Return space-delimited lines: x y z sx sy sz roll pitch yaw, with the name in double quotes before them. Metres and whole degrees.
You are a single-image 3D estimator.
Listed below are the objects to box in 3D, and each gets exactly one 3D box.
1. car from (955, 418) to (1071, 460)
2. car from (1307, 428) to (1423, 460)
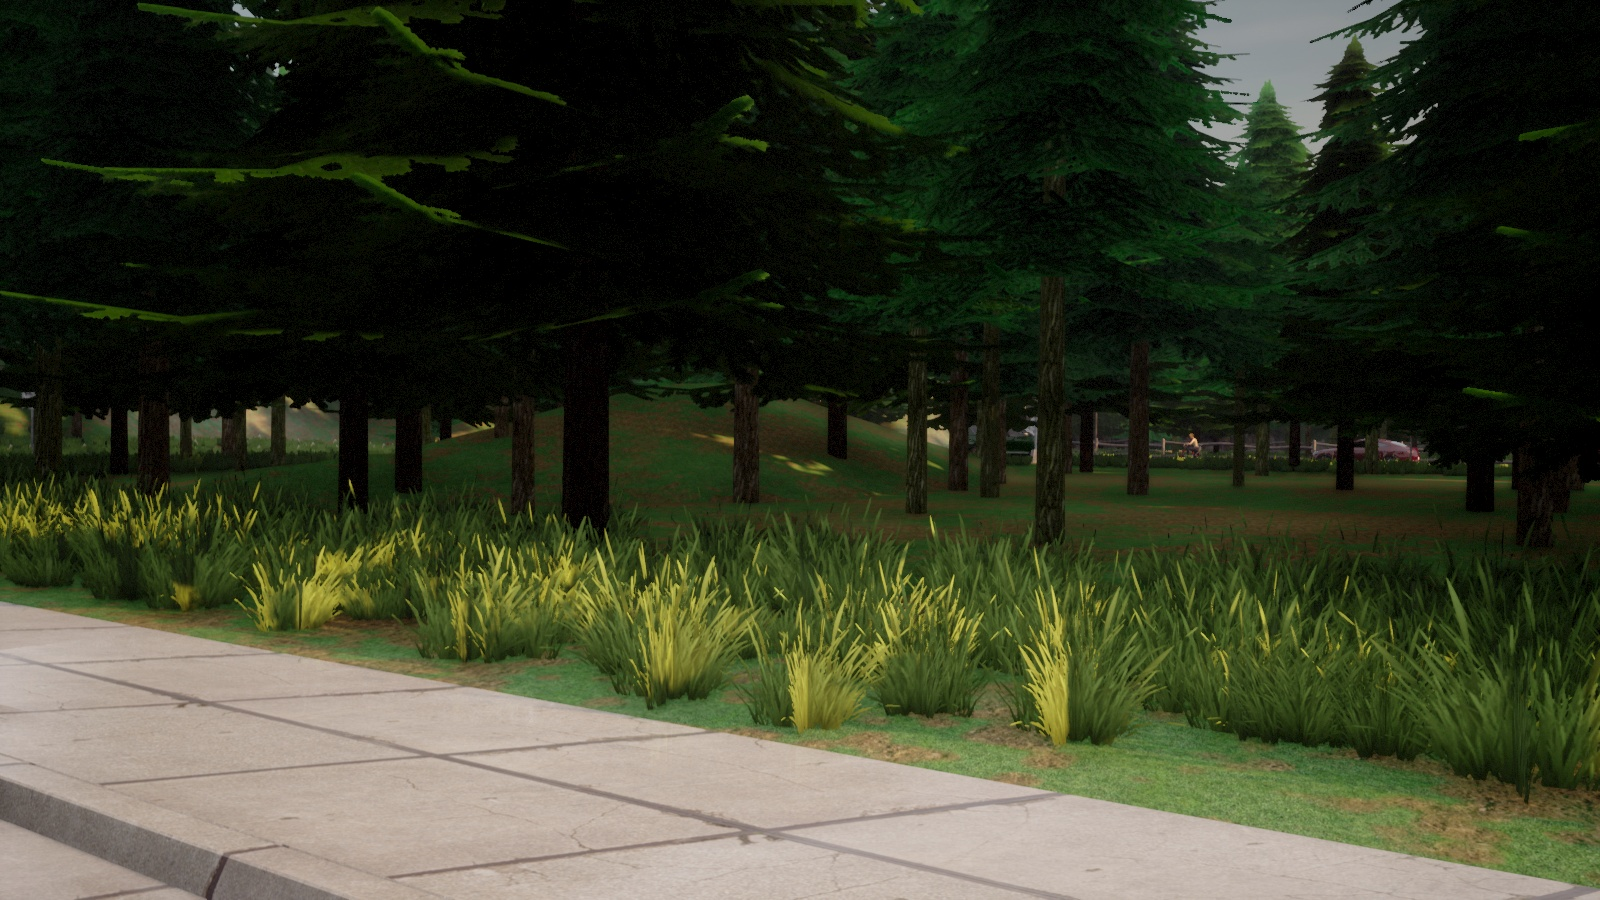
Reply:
"car" 10.852 -0.532 63.892 5.566 2.045 2.150 0 1 17
"car" 26.390 -0.289 58.711 4.674 1.442 1.812 0 1 35
